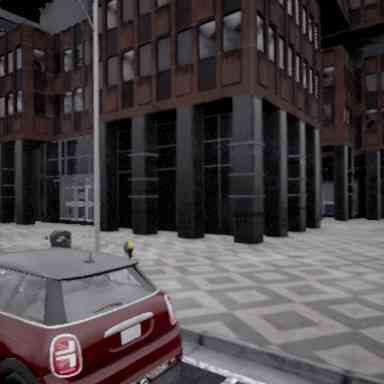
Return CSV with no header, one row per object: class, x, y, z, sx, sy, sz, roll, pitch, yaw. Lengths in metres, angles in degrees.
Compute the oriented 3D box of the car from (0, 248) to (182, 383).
car,-2.202,1.502,4.532,4.097,1.590,1.967,-1,0,36
